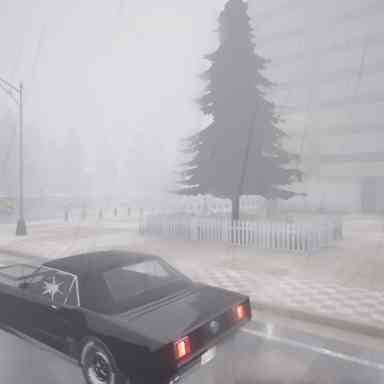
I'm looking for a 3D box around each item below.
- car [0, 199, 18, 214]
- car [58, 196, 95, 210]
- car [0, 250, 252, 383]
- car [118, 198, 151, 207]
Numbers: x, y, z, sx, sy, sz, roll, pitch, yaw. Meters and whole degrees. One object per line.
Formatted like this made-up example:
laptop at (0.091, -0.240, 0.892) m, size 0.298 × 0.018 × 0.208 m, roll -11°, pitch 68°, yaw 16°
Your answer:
car at (-20.495, 1.478, 33.927) m, size 1.882 × 1.535 × 5.008 m, roll 0°, pitch 0°, yaw 36°
car at (-14.600, 1.352, 42.104) m, size 2.097 × 1.767 × 4.553 m, roll 0°, pitch 0°, yaw 36°
car at (-1.606, 1.601, 5.153) m, size 4.718 × 1.301 × 1.895 m, roll 0°, pitch 0°, yaw 36°
car at (-8.591, 1.547, 50.432) m, size 2.033 × 1.411 × 5.357 m, roll 0°, pitch 0°, yaw 36°
